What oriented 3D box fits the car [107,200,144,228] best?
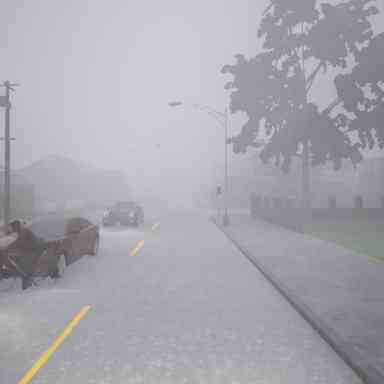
[{"bbox_3d":[-4.487,1.351,22.254,2.097,1.767,4.553,0,0,-1],"label":"car"}]

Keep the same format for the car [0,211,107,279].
[{"bbox_3d":[-4.312,1.478,10.280,1.882,1.535,5.008,0,0,0],"label":"car"}]

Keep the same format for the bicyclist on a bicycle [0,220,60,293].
[{"bbox_3d":[-3.952,1.491,7.777,1.656,1.620,0.582,1,-8,-35],"label":"bicyclist on a bicycle"}]
